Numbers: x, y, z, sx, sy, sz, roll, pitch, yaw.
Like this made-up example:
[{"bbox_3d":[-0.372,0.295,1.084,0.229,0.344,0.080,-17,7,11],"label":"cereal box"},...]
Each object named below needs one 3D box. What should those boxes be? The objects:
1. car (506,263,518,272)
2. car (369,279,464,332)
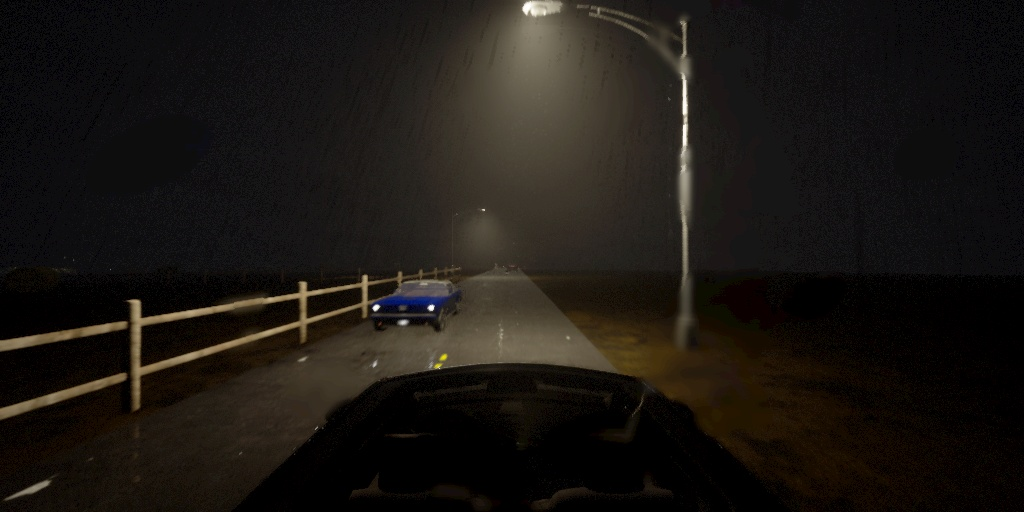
[{"bbox_3d":[0.024,2.007,63.546,2.128,1.511,4.902,0,-1,0],"label":"car"},{"bbox_3d":[-2.794,1.441,11.454,1.895,1.301,4.718,0,-1,0],"label":"car"}]
